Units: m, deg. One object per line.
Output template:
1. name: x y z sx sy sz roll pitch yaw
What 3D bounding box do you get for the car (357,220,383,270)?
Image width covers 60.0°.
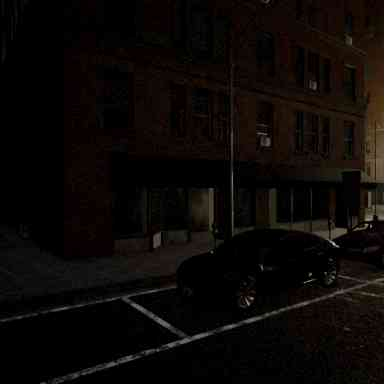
1. car: 6.189 1.582 10.912 4.206 1.307 1.802 0 0 -35

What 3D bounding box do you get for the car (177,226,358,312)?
1. car: 1.701 1.566 7.730 4.313 1.339 1.947 0 0 -35
